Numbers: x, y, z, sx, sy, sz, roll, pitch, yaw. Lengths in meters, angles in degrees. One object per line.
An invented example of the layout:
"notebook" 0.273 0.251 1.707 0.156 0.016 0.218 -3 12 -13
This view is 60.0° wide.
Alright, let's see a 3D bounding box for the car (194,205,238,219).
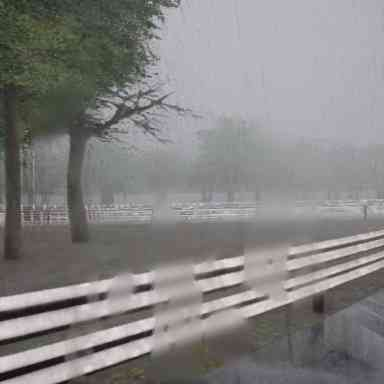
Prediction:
"car" 2.668 2.167 37.541 5.008 1.535 1.882 -1 0 1
